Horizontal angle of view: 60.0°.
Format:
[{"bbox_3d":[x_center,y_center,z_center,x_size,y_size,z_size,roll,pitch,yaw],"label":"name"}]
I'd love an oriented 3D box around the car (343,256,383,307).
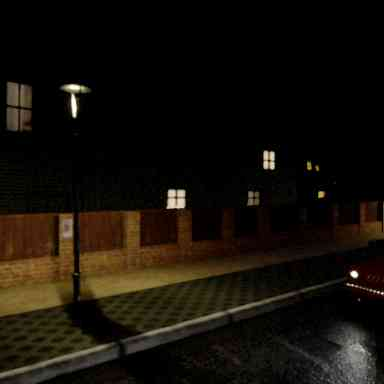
[{"bbox_3d":[5.130,1.588,6.750,4.718,1.301,1.895,0,0,-36],"label":"car"}]
